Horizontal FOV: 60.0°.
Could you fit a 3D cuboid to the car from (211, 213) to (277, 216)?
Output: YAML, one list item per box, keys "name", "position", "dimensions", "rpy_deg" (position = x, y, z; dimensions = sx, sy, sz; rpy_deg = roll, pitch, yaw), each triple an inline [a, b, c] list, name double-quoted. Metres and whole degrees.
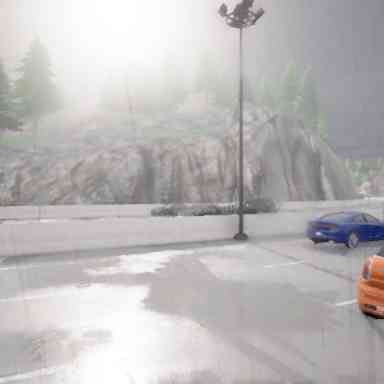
- name: "car"
  position: [4.206, 1.491, 26.018]
  dimensions: [5.566, 2.045, 2.150]
  rpy_deg: [0, -1, -32]

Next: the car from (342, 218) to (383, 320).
- name: "car"
  position: [5.203, 1.421, 6.078]
  dimensions: [4.553, 1.767, 2.097]
  rpy_deg: [0, -1, -29]

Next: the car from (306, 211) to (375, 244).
- name: "car"
  position: [7.512, 1.645, 15.512]
  dimensions: [5.008, 1.535, 1.882]
  rpy_deg: [0, -1, -31]
